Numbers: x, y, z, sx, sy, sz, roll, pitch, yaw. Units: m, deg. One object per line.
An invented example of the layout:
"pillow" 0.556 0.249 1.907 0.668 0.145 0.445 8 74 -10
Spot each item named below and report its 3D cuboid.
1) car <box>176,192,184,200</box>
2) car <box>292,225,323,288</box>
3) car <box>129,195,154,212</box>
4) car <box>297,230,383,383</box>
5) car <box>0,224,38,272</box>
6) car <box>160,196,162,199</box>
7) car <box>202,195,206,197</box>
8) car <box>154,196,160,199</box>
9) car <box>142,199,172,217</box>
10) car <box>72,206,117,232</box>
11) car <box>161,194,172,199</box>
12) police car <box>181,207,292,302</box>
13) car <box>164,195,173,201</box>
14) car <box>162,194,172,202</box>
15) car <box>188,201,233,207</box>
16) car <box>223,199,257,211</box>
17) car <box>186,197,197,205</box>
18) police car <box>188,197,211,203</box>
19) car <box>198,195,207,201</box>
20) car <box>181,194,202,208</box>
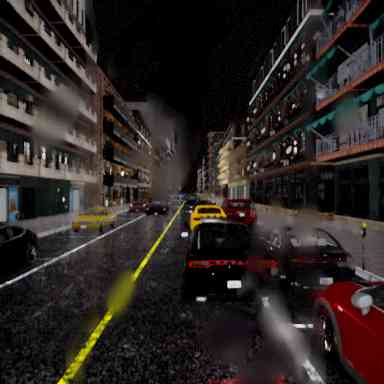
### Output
"car" -3.156 1.145 94.429 2.150 2.045 5.566 0 0 0
"car" 2.678 1.546 8.824 2.008 1.369 4.403 0 0 0
"car" -5.750 1.415 36.997 1.967 1.590 4.097 0 0 0
"car" 2.687 1.438 3.188 1.967 1.590 4.097 0 0 0
"car" -5.704 1.561 8.813 1.947 1.339 4.313 0 0 0
"car" -5.769 1.548 48.270 1.802 1.307 4.206 0 0 0
"car" 2.574 1.471 70.995 1.752 1.417 4.829 0 0 0
"car" -5.758 1.286 42.633 2.192 1.841 5.009 0 0 0
"car" -3.153 1.580 31.215 1.895 1.301 4.718 0 0 0
"car" -5.722 1.514 19.916 1.752 1.417 4.829 0 0 0
"car" -5.805 1.260 70.815 2.192 1.841 5.009 0 0 0
"police car" 0.749 1.419 8.433 1.930 1.638 5.238 0 0 0
"car" -5.824 1.479 82.088 1.887 1.381 4.507 0 0 0
"car" -5.815 1.380 76.450 1.967 1.590 4.097 0 0 0
"car" 0.870 1.467 18.318 1.882 1.535 5.008 0 0 0
"car" 2.660 1.303 20.097 2.192 1.841 5.009 0 0 0
"car" -0.098 1.521 58.868 1.994 1.385 4.181 0 0 0
"police car" 0.860 1.410 24.428 1.930 1.638 5.238 0 0 0
"car" 2.556 1.479 82.097 1.887 1.381 4.507 0 0 0
"car" -0.060 1.460 45.405 2.128 1.511 4.902 0 0 0
